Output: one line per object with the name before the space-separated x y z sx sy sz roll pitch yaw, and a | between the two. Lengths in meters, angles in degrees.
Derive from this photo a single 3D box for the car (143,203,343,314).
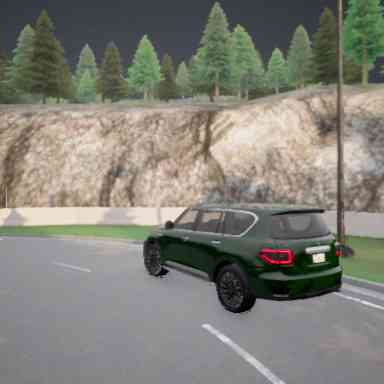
car | 0.786 1.279 8.124 2.150 2.045 5.566 1 -1 -33
